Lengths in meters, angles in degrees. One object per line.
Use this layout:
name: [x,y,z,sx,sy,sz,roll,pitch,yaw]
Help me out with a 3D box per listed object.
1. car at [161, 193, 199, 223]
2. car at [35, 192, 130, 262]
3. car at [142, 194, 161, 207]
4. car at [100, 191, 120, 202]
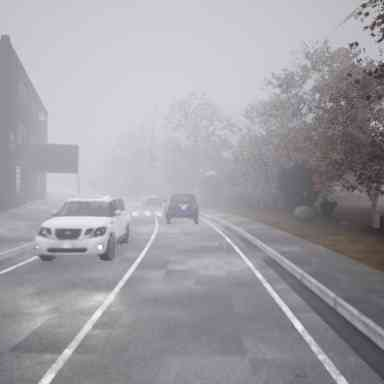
car: [-0.839,1.083,24.013,2.150,2.045,5.566,0,1,-7]
car: [-3.672,1.165,12.298,2.150,2.045,5.566,0,0,-2]
car: [-5.225,1.030,42.937,1.882,1.535,5.008,1,1,-19]
car: [-13.046,0.663,52.595,2.033,1.411,5.357,1,2,-25]
